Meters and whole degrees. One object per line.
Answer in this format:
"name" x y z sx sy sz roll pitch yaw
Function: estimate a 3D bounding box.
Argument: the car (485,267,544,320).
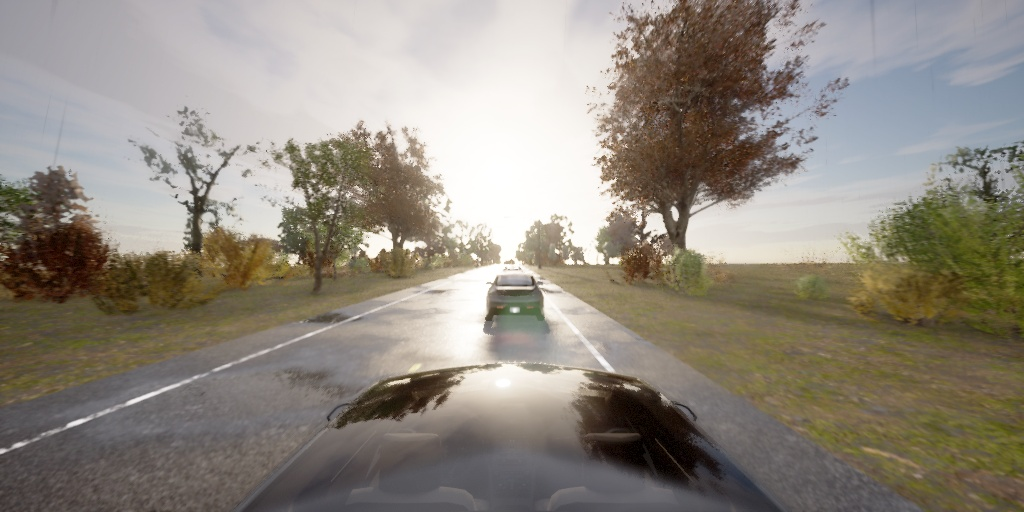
"car" 0.090 1.327 12.915 1.837 1.490 4.892 0 0 0
